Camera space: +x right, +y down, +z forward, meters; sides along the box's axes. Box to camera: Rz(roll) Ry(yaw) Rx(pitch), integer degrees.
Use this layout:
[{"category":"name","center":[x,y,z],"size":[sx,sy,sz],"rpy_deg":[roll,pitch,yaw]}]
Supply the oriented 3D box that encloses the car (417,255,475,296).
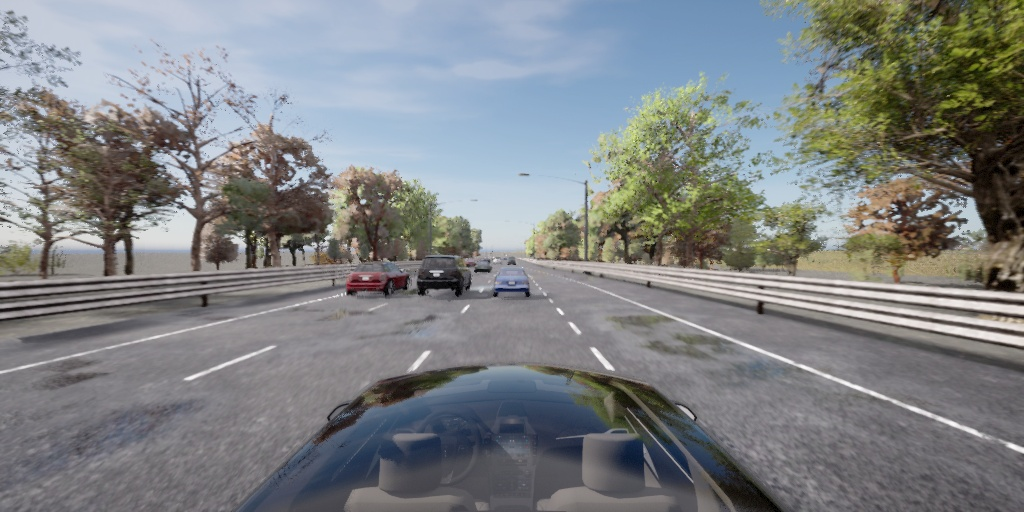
[{"category":"car","center":[-3.518,0.975,19.421],"size":[2.150,2.045,5.566],"rpy_deg":[0,0,0]}]

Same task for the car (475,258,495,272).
[{"category":"car","center":[-3.539,1.332,45.037],"size":[1.994,1.385,4.181],"rpy_deg":[0,0,0]}]

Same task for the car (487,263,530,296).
[{"category":"car","center":[-0.019,1.301,19.276],"size":[2.033,1.411,5.357],"rpy_deg":[0,0,0]}]

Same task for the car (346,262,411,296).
[{"category":"car","center":[-7.016,1.104,19.343],"size":[2.097,1.767,4.553],"rpy_deg":[0,0,0]}]
